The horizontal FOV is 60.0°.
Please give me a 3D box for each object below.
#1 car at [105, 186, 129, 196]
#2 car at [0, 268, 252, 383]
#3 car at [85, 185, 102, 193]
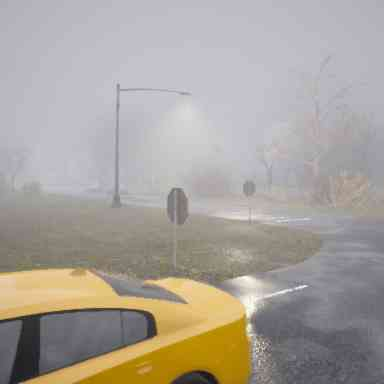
[{"bbox_3d":[-11.610,-0.158,51.343,2.033,1.411,5.357,0,2,-36],"label":"car"},{"bbox_3d":[-1.736,1.482,2.631,5.008,1.535,1.882,0,0,-35],"label":"car"},{"bbox_3d":[-17.677,-0.516,59.816,1.812,1.442,4.674,0,2,-36],"label":"car"}]
